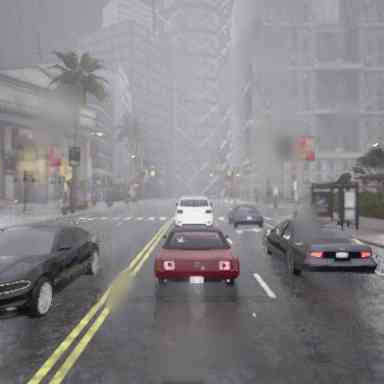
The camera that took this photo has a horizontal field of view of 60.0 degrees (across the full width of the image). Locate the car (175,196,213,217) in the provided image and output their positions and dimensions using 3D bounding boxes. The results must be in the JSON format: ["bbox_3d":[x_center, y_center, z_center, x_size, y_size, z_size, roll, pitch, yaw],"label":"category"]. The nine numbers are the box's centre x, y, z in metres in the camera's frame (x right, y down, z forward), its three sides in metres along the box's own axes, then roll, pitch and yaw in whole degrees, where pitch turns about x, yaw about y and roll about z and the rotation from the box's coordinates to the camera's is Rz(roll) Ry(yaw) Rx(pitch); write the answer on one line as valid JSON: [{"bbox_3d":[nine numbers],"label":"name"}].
[{"bbox_3d":[0.112,1.272,20.942,2.150,2.045,5.566,0,0,0],"label":"car"}]

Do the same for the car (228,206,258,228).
[{"bbox_3d":[3.616,1.620,22.973,1.994,1.385,4.181,0,0,0],"label":"car"}]

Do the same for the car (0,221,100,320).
[{"bbox_3d":[-3.586,1.496,7.656,1.882,1.535,5.008,0,0,0],"label":"car"}]

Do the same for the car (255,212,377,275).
[{"bbox_3d":[3.610,1.574,10.529,2.033,1.411,5.357,0,0,0],"label":"car"}]

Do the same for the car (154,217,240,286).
[{"bbox_3d":[0.107,1.624,9.437,1.895,1.301,4.718,0,0,0],"label":"car"}]
